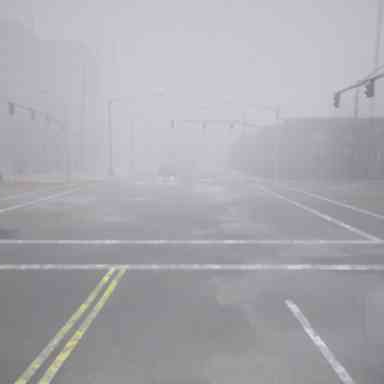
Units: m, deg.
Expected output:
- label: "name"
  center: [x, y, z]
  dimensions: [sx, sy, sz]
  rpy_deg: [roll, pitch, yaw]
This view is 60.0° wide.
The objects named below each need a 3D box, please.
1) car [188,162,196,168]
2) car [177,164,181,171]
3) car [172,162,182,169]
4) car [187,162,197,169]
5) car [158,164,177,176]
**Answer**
- label: "car"
  center: [0.002, -6.866, 83.178]
  dimensions: [2.033, 1.411, 5.357]
  rpy_deg: [0, 6, 0]
- label: "car"
  center: [-3.536, -4.585, 62.421]
  dimensions: [1.994, 1.385, 4.181]
  rpy_deg: [0, 6, 1]
- label: "car"
  center: [-3.498, -6.217, 77.556]
  dimensions: [1.994, 1.385, 4.181]
  rpy_deg: [0, 6, 0]
- label: "car"
  center: [0.002, -5.766, 73.386]
  dimensions: [1.994, 1.385, 4.181]
  rpy_deg: [0, 6, 0]
- label: "car"
  center: [-3.579, -3.156, 46.936]
  dimensions: [2.097, 1.767, 4.553]
  rpy_deg: [0, 6, 0]
